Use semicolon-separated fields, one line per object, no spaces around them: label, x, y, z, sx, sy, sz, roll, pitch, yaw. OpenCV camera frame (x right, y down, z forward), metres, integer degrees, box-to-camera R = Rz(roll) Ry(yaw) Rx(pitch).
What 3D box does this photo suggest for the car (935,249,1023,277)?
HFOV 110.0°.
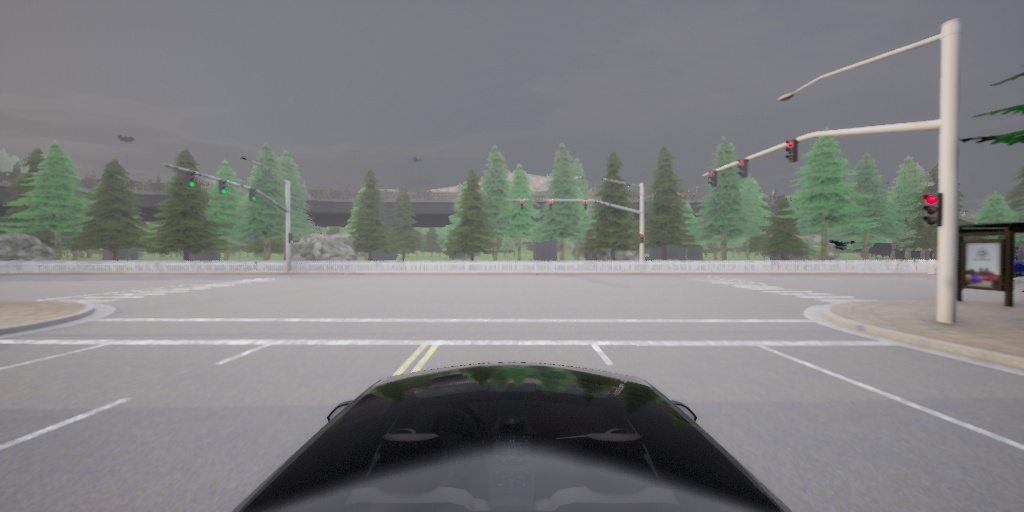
car;30.527;0.586;22.749;5.566;2.045;2.150;0;1;1
